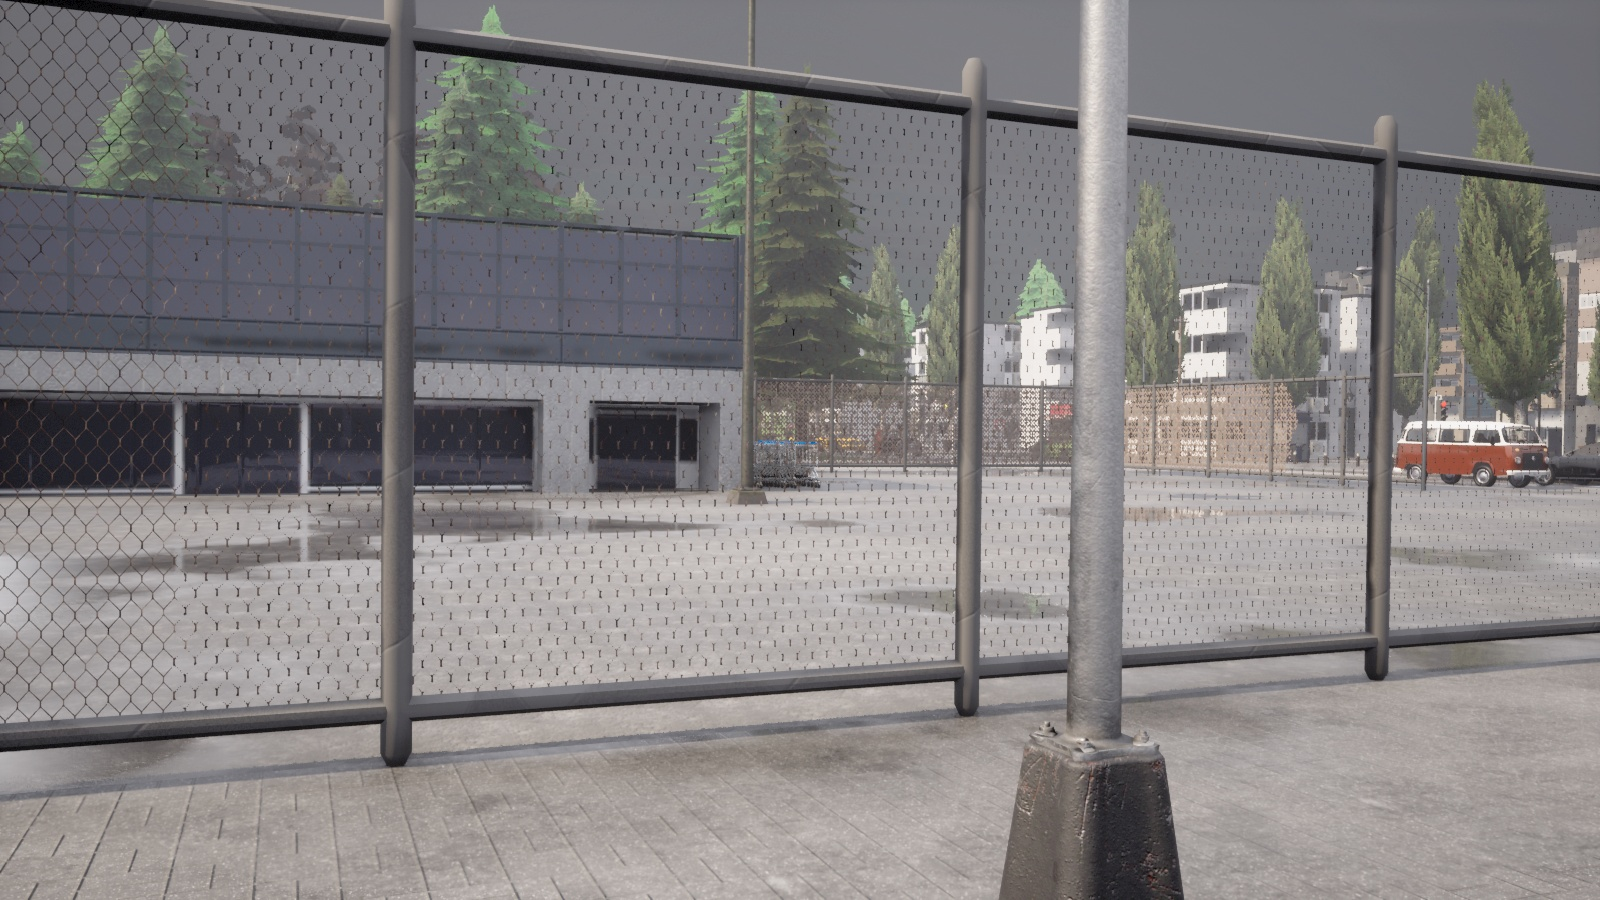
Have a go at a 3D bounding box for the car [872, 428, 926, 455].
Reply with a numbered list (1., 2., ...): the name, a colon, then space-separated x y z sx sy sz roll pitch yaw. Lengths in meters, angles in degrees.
1. car: 5.938 -0.520 75.749 1.789 1.549 3.705 -1 1 -21

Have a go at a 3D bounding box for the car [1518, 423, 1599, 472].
1. car: 25.242 -0.109 39.003 2.163 1.488 4.792 -1 1 -22

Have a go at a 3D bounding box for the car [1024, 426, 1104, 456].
1. car: 13.958 -0.491 66.724 2.007 1.525 4.514 -1 1 -21

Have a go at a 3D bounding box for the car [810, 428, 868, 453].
1. car: 2.559 -0.657 83.993 1.801 1.575 5.366 -1 1 -22

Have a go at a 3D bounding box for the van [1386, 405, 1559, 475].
1. van: 20.856 -0.341 39.153 2.069 2.038 4.480 -1 1 -22
